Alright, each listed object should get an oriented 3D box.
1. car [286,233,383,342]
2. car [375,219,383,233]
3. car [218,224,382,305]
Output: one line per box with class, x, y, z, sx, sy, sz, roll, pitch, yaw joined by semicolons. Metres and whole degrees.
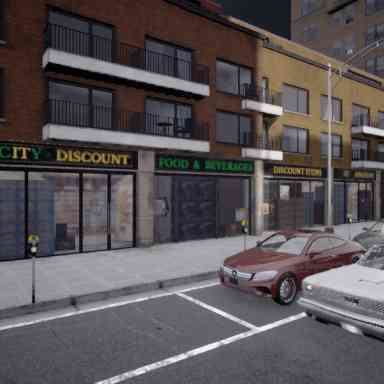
car;4.027;1.601;5.937;4.718;1.301;1.895;0;0;-35
car;7.051;1.551;11.202;4.403;1.369;2.008;0;0;-35
car;2.554;1.582;8.002;4.206;1.307;1.802;0;0;-35
